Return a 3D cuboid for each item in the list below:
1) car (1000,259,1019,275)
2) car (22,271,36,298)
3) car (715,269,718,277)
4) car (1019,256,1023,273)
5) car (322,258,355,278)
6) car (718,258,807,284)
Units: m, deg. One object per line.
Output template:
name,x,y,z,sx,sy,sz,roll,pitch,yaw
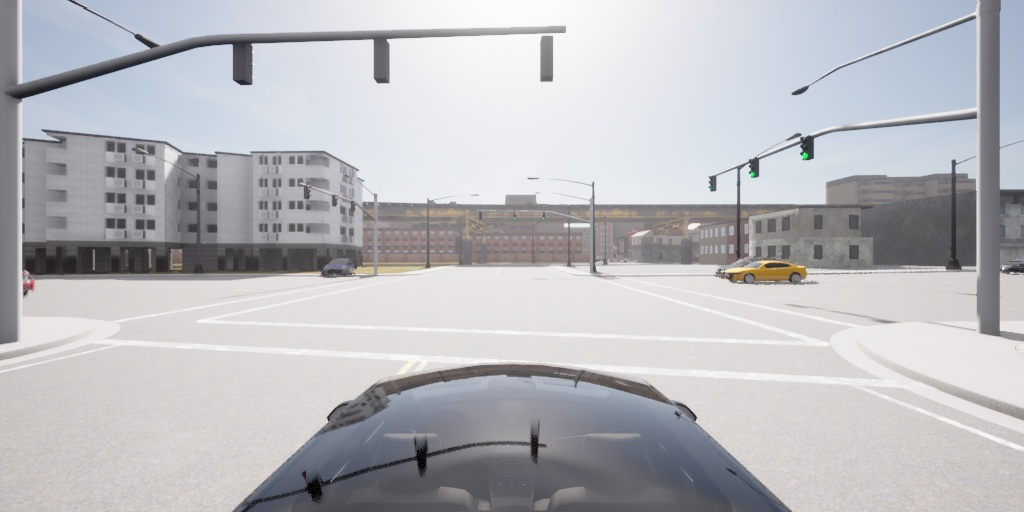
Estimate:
car,40.968,0.724,27.951,4.902,1.511,2.128,-1,0,1
car,-24.767,0.970,15.746,5.566,2.045,2.150,0,0,0
car,18.695,0.954,28.402,4.553,1.767,2.097,-1,0,1
car,38.872,0.760,24.497,4.902,1.511,2.128,-1,0,1
car,-16.563,1.015,34.560,2.097,1.767,4.553,-1,3,-15
car,17.542,1.091,24.925,5.008,1.535,1.882,-1,0,1
